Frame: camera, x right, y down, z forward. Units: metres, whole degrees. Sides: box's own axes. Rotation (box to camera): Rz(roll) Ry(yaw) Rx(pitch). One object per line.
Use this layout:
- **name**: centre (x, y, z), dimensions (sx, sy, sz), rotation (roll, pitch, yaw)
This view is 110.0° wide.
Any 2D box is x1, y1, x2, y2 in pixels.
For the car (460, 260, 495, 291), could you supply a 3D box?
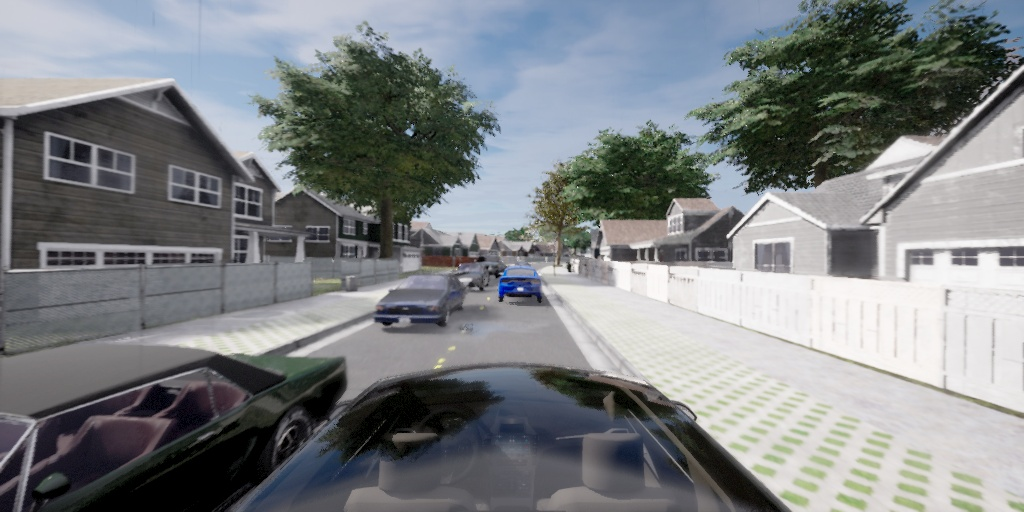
- **car**: centre (-2.422, 1.194, 21.677), dimensions (2.128, 1.511, 4.902), rotation (1, 0, 2)

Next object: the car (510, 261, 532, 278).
- **car**: centre (0.984, 1.273, 35.625), dimensions (2.033, 1.411, 5.357), rotation (1, 0, 4)

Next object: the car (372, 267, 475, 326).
- **car**: centre (-2.665, 1.256, 11.749), dimensions (2.033, 1.411, 5.357), rotation (1, 0, 1)

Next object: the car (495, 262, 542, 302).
- **car**: centre (0.401, 1.220, 17.167), dimensions (1.882, 1.535, 5.008), rotation (1, 0, 1)

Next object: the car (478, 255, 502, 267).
- **car**: centre (-2.088, 0.915, 31.973), dimensions (2.150, 2.045, 5.566), rotation (1, 0, 3)

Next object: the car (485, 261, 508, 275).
- **car**: centre (-1.664, 1.281, 39.585), dimensions (1.994, 1.385, 4.181), rotation (1, 0, 4)

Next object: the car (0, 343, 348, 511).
- **car**: centre (-2.888, 1.315, 1.833), dimensions (1.895, 1.301, 4.718), rotation (1, 0, 3)
